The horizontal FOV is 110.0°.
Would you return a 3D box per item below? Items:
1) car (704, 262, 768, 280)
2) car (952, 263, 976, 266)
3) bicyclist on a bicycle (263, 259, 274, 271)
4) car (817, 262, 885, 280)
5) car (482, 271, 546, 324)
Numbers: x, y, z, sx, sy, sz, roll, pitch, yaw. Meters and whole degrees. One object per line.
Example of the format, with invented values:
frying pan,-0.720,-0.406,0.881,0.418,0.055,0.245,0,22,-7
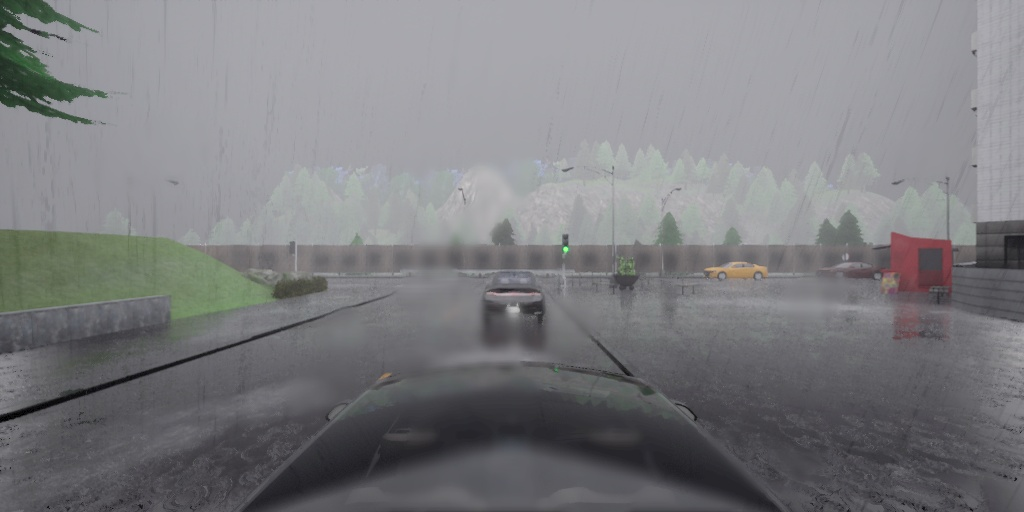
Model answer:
car,19.352,1.281,31.166,5.008,1.535,1.882,0,0,0
car,39.802,1.309,31.147,4.892,1.490,1.837,0,0,0
bicyclist on a bicycle,-24.024,1.160,35.348,0.582,1.620,1.656,0,0,0
car,29.401,1.281,31.167,5.008,1.535,1.882,0,0,0
car,0.079,1.260,12.055,2.128,1.511,4.902,0,0,0
